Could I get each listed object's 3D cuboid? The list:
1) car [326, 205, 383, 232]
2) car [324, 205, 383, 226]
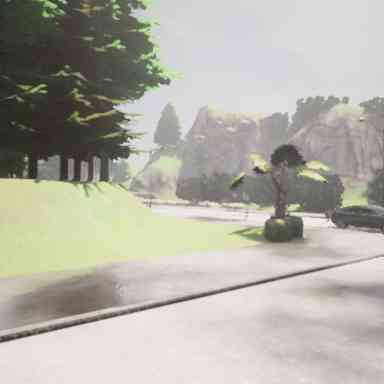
[{"bbox_3d":[10.918,1.597,20.252,1.837,1.490,4.892,1,-1,-30],"label":"car"},{"bbox_3d":[12.856,1.713,25.659,1.895,1.301,4.718,0,0,-36],"label":"car"}]
